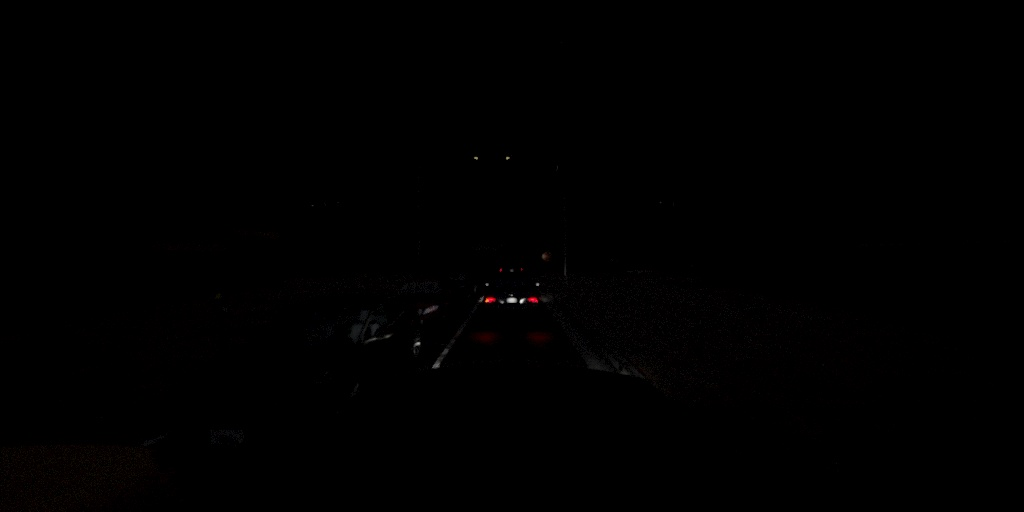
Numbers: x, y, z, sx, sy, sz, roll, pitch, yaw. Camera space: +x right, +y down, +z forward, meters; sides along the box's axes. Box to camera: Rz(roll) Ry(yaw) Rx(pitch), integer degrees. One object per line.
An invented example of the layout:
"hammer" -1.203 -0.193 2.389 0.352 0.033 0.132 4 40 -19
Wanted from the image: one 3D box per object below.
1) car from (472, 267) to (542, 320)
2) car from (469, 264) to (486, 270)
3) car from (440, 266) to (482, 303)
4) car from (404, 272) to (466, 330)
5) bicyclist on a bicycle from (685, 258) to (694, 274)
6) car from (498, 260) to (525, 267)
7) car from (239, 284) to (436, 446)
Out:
"car" 0.007 1.284 12.513 2.033 1.411 5.357 0 0 0
"car" -2.669 1.284 27.309 1.948 1.339 4.313 0 0 0
"car" -2.655 1.297 16.405 1.948 1.339 4.313 0 0 0
"car" -2.648 1.321 10.953 1.802 1.307 4.207 0 0 0
"bicyclist on a bicycle" 17.317 0.982 35.016 0.582 1.620 1.656 0 0 0
"car" -0.031 1.069 28.434 2.097 1.767 4.553 0 0 0
"car" -2.642 1.311 5.501 1.948 1.339 4.313 0 0 0
